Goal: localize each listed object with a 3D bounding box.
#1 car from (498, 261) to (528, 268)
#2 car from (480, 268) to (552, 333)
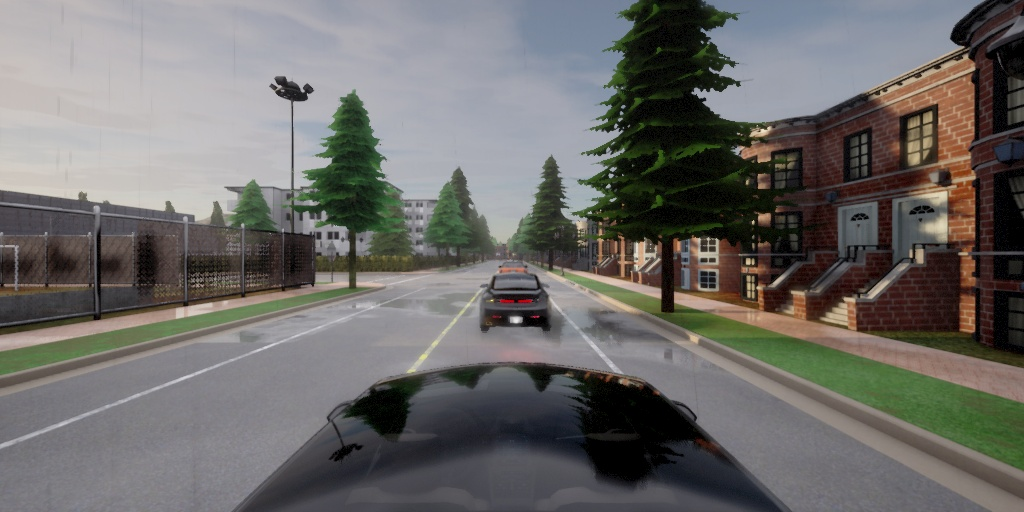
[{"bbox_3d":[0.078,1.109,26.255,2.097,1.767,4.553,0,0,0],"label":"car"},{"bbox_3d":[0.091,1.257,10.792,1.837,1.490,4.892,0,0,0],"label":"car"}]
